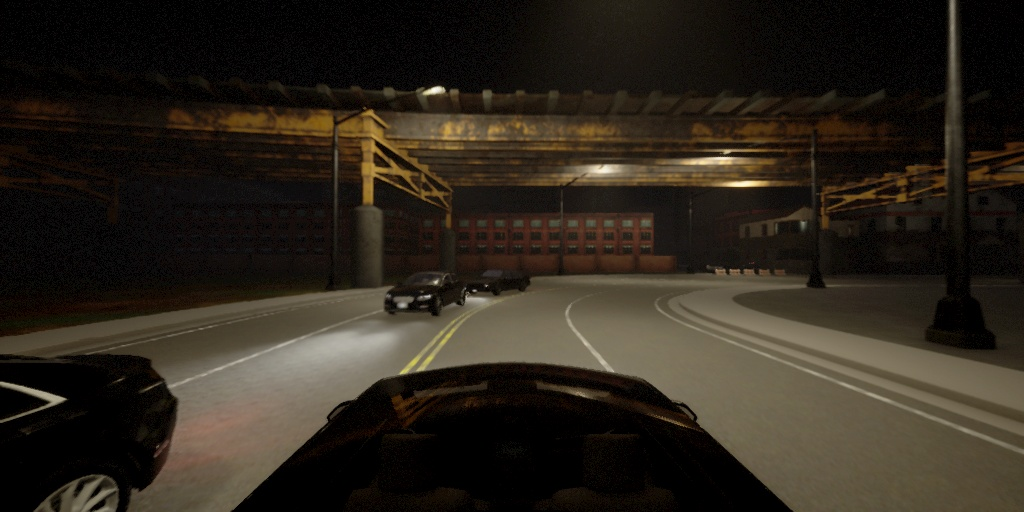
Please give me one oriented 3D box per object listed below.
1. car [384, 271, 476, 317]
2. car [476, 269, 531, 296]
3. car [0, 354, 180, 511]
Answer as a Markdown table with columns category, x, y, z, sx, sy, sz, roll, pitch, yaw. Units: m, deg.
| category | x | y | z | sx | sy | sz | roll | pitch | yaw |
| --- | --- | --- | --- | --- | --- | --- | --- | --- | --- |
| car | -3.154 | 1.350 | 13.941 | 2.128 | 1.511 | 4.902 | 0 | -1 | 9 |
| car | -0.704 | 1.474 | 21.313 | 2.033 | 1.411 | 5.357 | 0 | -1 | 29 |
| car | -3.580 | 1.239 | 0.795 | 1.837 | 1.490 | 4.892 | 0 | 0 | 0 |
